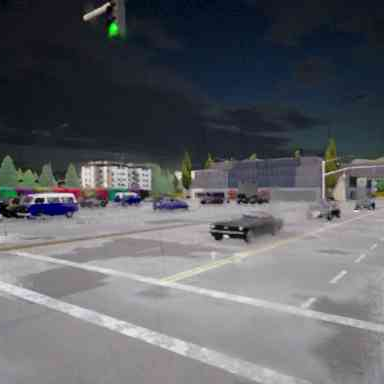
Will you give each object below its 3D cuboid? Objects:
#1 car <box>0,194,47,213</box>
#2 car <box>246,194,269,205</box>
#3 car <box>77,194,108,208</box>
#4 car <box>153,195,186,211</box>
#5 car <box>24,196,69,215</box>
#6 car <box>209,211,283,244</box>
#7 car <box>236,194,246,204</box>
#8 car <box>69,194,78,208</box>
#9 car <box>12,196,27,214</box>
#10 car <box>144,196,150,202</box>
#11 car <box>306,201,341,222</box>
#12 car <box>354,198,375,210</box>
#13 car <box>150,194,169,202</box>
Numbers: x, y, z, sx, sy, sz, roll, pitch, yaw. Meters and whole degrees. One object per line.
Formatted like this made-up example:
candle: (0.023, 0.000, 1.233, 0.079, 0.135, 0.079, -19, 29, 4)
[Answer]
car: (-21.303, 1.298, 41.891, 1.932, 1.855, 4.605, 0, 0, 37)
car: (11.713, 1.223, 57.939, 1.932, 1.855, 4.605, 0, 0, 37)
car: (-16.784, 1.306, 57.293, 1.932, 1.855, 4.605, 0, 0, 37)
car: (-3.161, 1.494, 47.294, 1.970, 1.475, 3.806, 0, 0, 37)
car: (-16.794, 1.523, 38.606, 1.970, 1.475, 3.806, 0, 0, 37)
car: (2.779, 1.640, 16.395, 1.895, 1.301, 4.718, 0, 0, 36)
car: (9.421, 1.235, 59.708, 1.905, 1.878, 3.866, 0, 0, 37)
car: (-19.071, 1.525, 59.071, 1.784, 1.438, 3.905, 0, 0, 37)
car: (-19.118, 1.500, 40.332, 1.784, 1.438, 3.905, 0, 0, 37)
car: (-8.676, 1.545, 73.108, 1.970, 1.475, 3.806, 0, 0, 37)
car: (10.855, 1.520, 27.351, 2.128, 1.511, 4.902, 0, 0, 36)
car: (22.057, 1.573, 42.392, 1.837, 1.490, 4.892, 0, 0, 36)
car: (-6.358, 1.297, 71.374, 1.905, 1.878, 3.866, 0, 0, 37)
